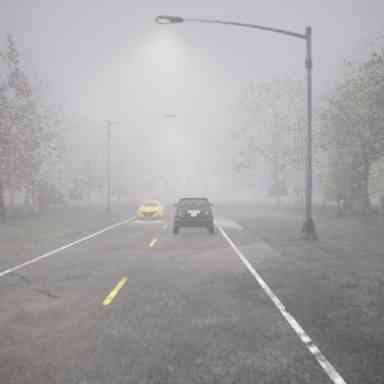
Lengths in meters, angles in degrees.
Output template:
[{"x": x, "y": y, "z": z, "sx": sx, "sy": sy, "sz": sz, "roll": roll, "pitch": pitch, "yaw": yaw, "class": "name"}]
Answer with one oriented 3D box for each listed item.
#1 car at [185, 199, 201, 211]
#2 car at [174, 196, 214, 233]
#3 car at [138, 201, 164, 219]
[{"x": 0.091, "y": 1.653, "z": 43.603, "sx": 1.994, "sy": 1.385, "sz": 4.181, "roll": 0, "pitch": 0, "yaw": 0, "class": "car"}, {"x": 0.095, "y": 1.263, "z": 19.907, "sx": 2.150, "sy": 2.045, "sz": 5.566, "roll": 0, "pitch": 0, "yaw": 0, "class": "car"}, {"x": -3.585, "y": 1.538, "z": 29.635, "sx": 1.882, "sy": 1.535, "sz": 5.008, "roll": 0, "pitch": 0, "yaw": 0, "class": "car"}]
